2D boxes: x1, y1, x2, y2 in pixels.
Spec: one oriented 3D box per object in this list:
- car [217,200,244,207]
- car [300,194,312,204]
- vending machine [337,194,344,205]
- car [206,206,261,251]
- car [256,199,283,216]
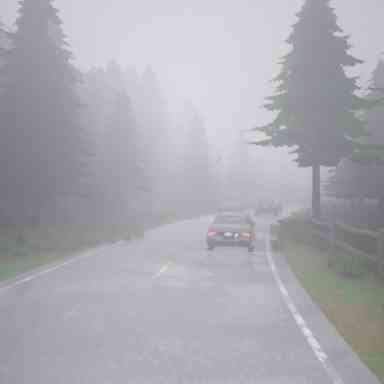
[{"bbox_3d":[3.788,1.553,32.525,1.882,1.535,5.008,0,0,22],"label":"car"},{"bbox_3d":[23.777,1.456,68.170,2.150,2.045,5.566,0,0,32],"label":"car"},{"bbox_3d":[27.902,1.442,62.422,1.100,2.100,0.880,0,0,32],"label":"vending machine"},{"bbox_3d":[1.828,1.582,14.423,2.033,1.411,5.357,0,0,12],"label":"car"},{"bbox_3d":[7.740,1.448,33.189,2.097,1.767,4.553,0,0,23],"label":"car"}]
